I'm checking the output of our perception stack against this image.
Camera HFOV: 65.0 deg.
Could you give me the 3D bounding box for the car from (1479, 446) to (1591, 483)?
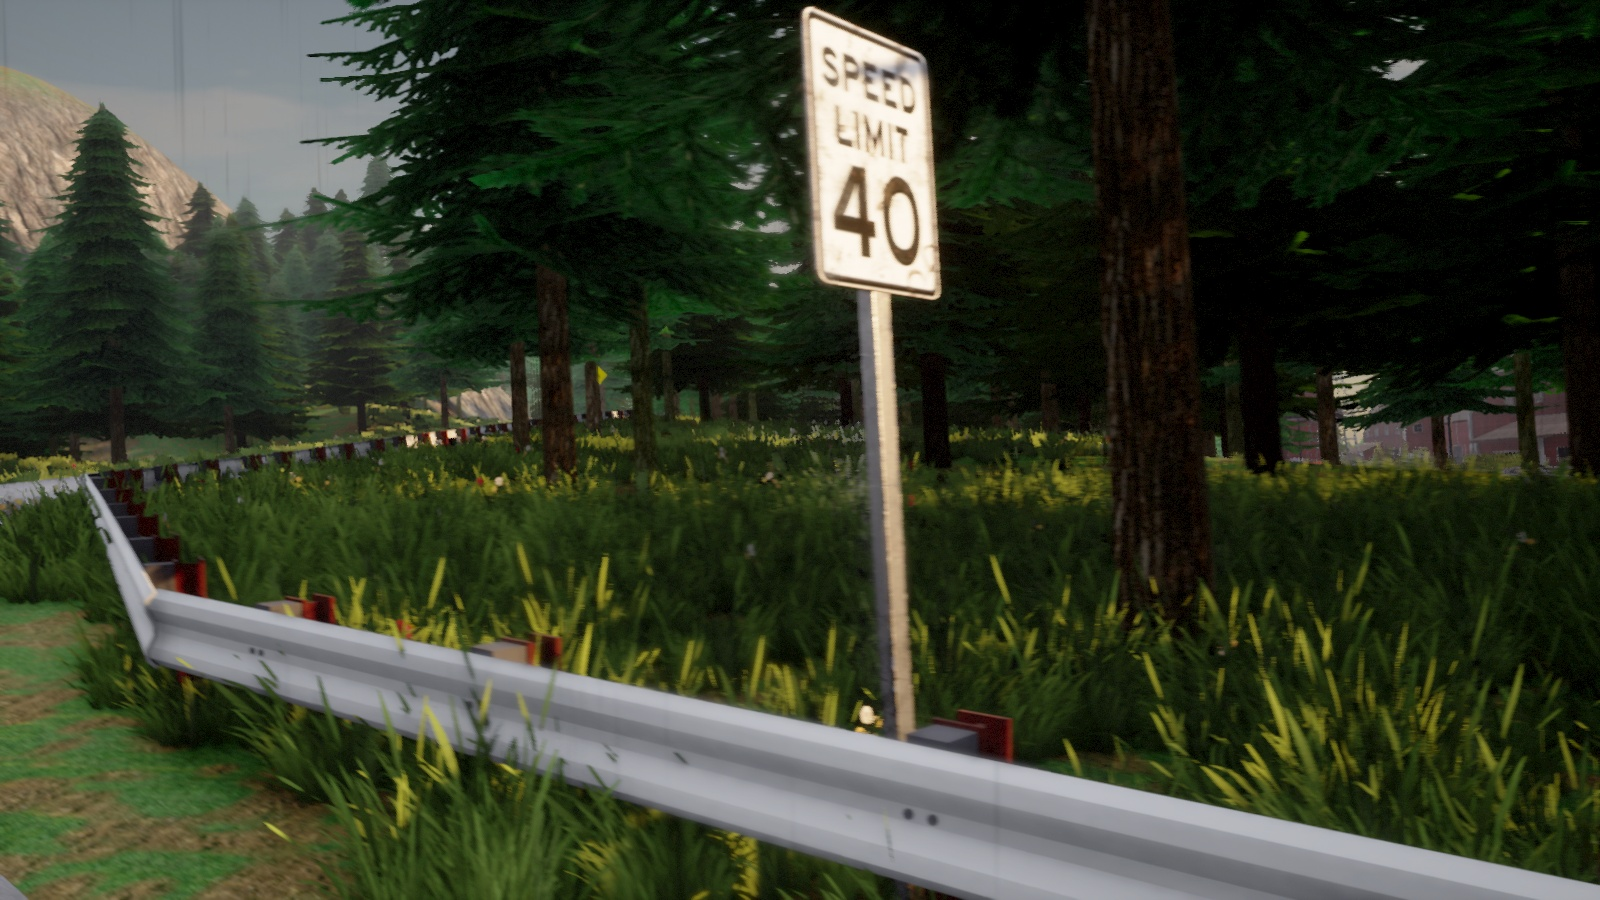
[{"bbox_3d":[39.398,0.808,67.325,4.902,1.511,2.128,-6,-2,35],"label":"car"}]
